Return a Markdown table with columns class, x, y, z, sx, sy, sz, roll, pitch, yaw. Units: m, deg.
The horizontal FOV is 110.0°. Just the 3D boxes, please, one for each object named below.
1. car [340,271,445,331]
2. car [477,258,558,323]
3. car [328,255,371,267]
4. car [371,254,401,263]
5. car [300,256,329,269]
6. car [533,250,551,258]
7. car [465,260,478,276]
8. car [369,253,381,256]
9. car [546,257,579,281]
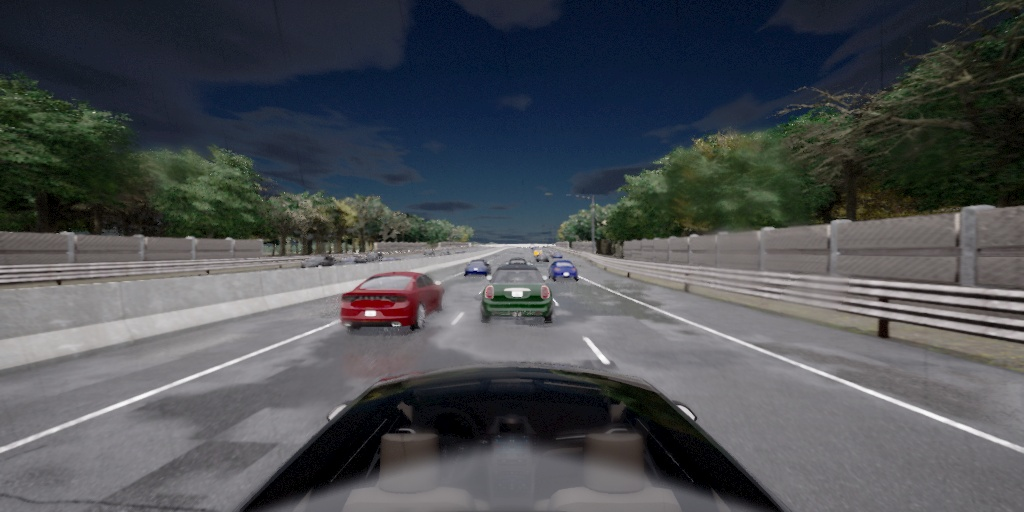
| class | x | y | z | sx | sy | sz | roll | pitch | yaw |
| --- | --- | --- | --- | --- | --- | --- | --- | --- | --- |
| car | -3.344 | 1.201 | 10.999 | 1.882 | 1.535 | 5.008 | 0 | 0 | 0 |
| car | 0.170 | 1.069 | 12.183 | 2.097 | 1.767 | 4.553 | 0 | 0 | 1 |
| car | -17.000 | 0.861 | 37.816 | 1.994 | 1.385 | 4.181 | 0 | 1 | 2 |
| car | -13.448 | 0.820 | 39.395 | 1.994 | 1.385 | 4.181 | 0 | 1 | 2 |
| car | -20.485 | 0.790 | 38.380 | 1.837 | 1.490 | 4.892 | 0 | 1 | 2 |
| car | 4.979 | 0.234 | 59.912 | 1.994 | 1.385 | 4.181 | 0 | 2 | 3 |
| car | -2.974 | 0.995 | 31.836 | 1.994 | 1.385 | 4.181 | 0 | 1 | 1 |
| car | -22.481 | 0.252 | 58.704 | 1.837 | 1.490 | 4.892 | 0 | 2 | 0 |
| car | 3.800 | 1.042 | 26.989 | 1.812 | 1.442 | 4.674 | 0 | 1 | 1 |
